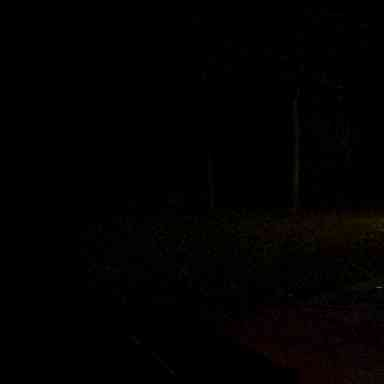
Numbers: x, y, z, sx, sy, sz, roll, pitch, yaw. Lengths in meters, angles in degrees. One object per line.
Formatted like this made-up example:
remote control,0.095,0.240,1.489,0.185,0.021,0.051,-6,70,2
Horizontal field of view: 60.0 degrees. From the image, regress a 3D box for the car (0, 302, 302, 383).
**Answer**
car,-1.532,1.601,1.978,4.718,1.301,1.895,0,0,-35
